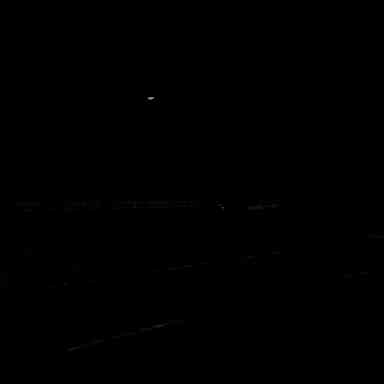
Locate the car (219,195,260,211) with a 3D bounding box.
[{"bbox_3d":[5.690,1.394,38.117,5.566,2.045,2.150,0,0,-35],"label":"car"}]

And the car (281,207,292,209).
[{"bbox_3d":[11.430,1.749,33.607,4.181,1.385,1.994,1,0,-35],"label":"car"}]

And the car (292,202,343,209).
[{"bbox_3d":[11.539,1.663,29.394,4.902,1.511,2.128,0,0,-35],"label":"car"}]

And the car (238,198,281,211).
[{"bbox_3d":[7.483,1.697,35.097,4.674,1.442,1.812,0,0,-35],"label":"car"}]
